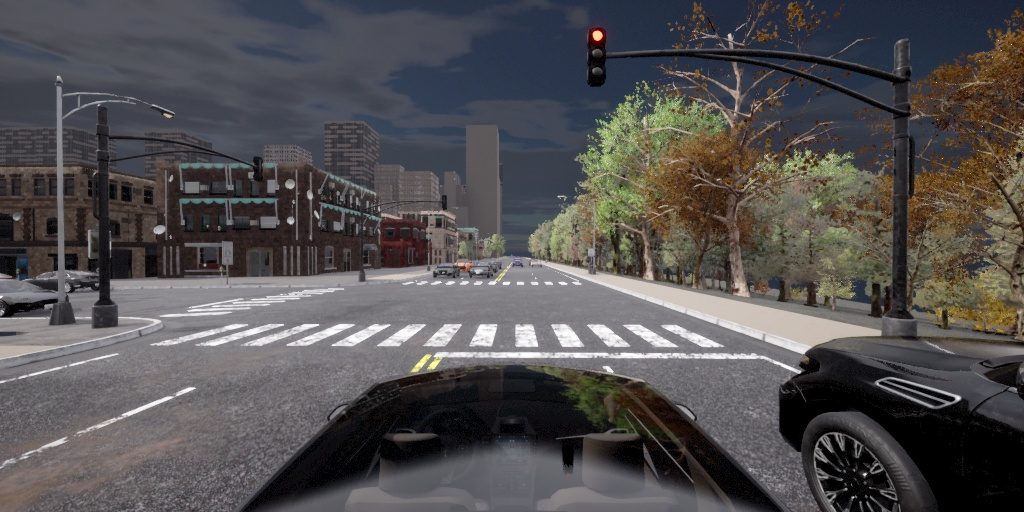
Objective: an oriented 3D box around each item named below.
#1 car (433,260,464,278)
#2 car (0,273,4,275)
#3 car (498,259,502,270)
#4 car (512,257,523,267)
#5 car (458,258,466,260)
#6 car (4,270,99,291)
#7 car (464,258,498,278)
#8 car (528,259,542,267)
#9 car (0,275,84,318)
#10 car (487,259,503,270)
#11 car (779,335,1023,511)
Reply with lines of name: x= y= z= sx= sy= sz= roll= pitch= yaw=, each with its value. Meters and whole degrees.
car: x=-6.080 y=1.304 z=33.755 sx=1.994 sy=1.385 sz=4.181 roll=0 pitch=0 yaw=1
car: x=-33.493 y=1.655 z=22.449 sx=4.207 sy=1.307 sz=1.802 roll=0 pitch=0 yaw=1
car: x=-2.673 y=1.227 z=43.260 sx=2.128 sy=1.511 sz=4.902 roll=0 pitch=0 yaw=1
car: x=1.002 y=1.252 z=63.791 sx=1.812 sy=1.442 sz=4.674 roll=0 pitch=0 yaw=1
car: x=-5.914 y=1.088 z=43.751 sx=2.097 sy=1.767 sz=4.553 roll=0 pitch=0 yaw=1
car: x=-27.958 y=1.560 z=22.352 sx=4.403 sy=1.370 sz=2.007 roll=0 pitch=0 yaw=1
car: x=-2.820 y=1.232 z=33.769 sx=2.128 sy=1.511 sz=4.902 roll=0 pitch=0 yaw=3
car: x=4.362 y=1.327 z=64.121 sx=1.895 sy=1.301 sz=4.718 roll=0 pitch=0 yaw=1
car: x=-19.766 y=1.565 z=13.704 sx=4.313 sy=1.339 sz=1.948 roll=0 pitch=0 yaw=1
car: x=-2.503 y=1.223 z=53.502 sx=2.128 sy=1.511 sz=4.902 roll=0 pitch=0 yaw=1
car: x=3.322 y=0.972 z=0.665 sx=2.150 sy=2.045 sz=5.566 roll=0 pitch=0 yaw=1
